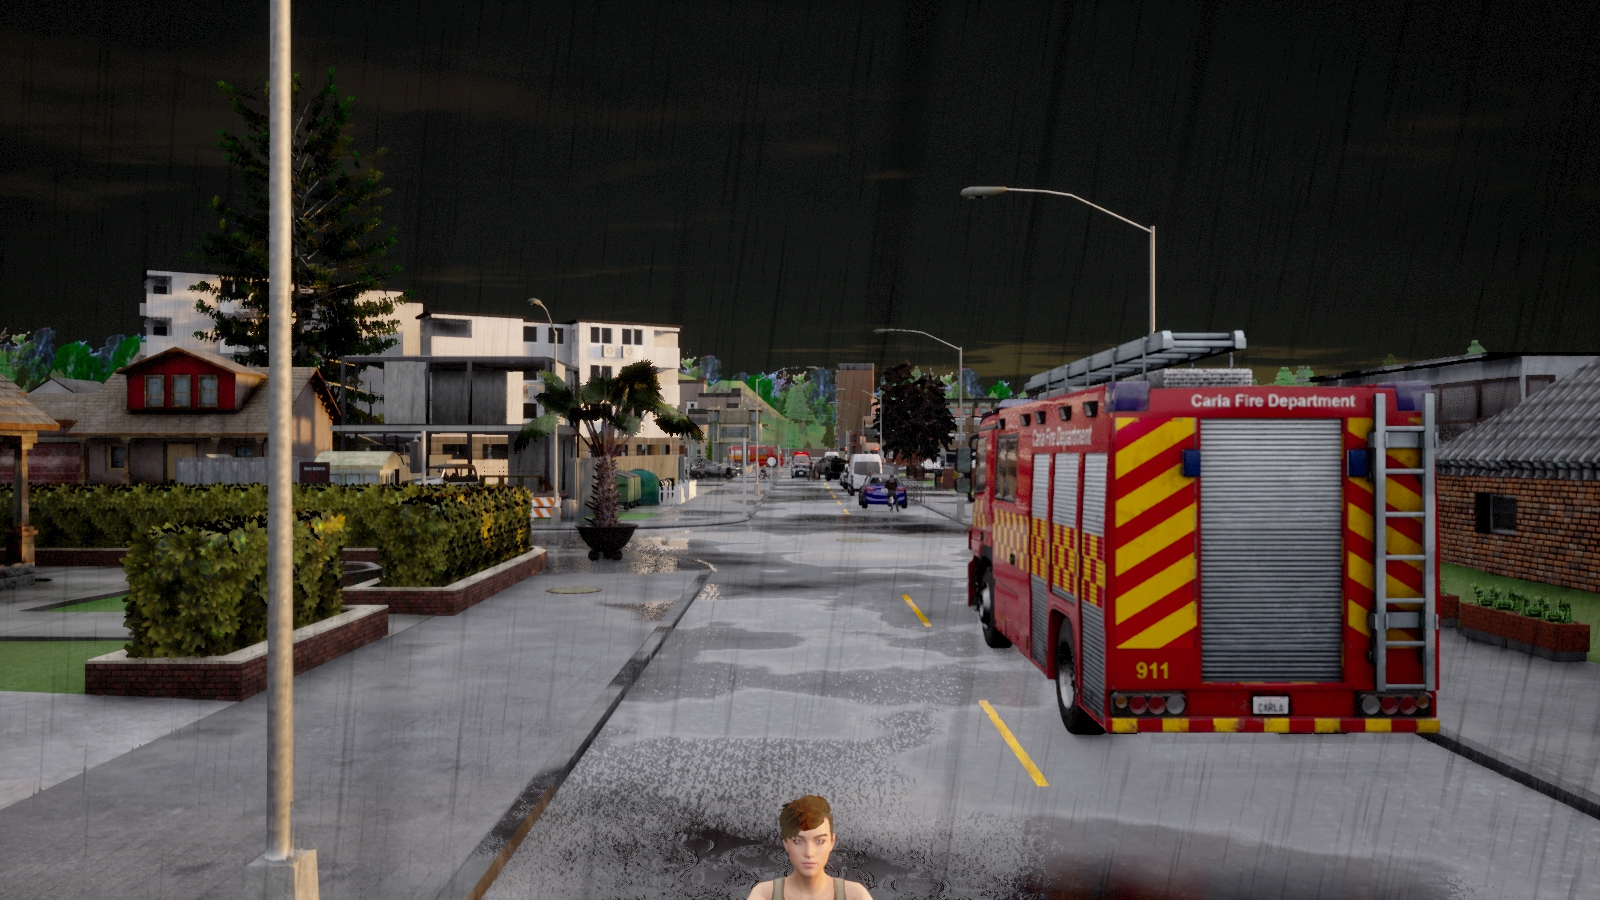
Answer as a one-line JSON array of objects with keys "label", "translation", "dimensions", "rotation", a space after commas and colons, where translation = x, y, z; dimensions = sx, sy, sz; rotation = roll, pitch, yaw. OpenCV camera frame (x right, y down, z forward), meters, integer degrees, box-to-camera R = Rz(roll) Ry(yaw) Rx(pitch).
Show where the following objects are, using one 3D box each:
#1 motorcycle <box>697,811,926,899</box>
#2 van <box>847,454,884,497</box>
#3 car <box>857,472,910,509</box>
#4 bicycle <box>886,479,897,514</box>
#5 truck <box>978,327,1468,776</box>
[{"label": "motorcycle", "translation": [0.039, 2.155, 3.558], "dimensions": [0.764, 1.307, 2.356], "rotation": [0, 0, 0]}, {"label": "van", "translation": [4.045, 1.534, 71.355], "dimensions": [1.988, 2.561, 5.915], "rotation": [0, 0, 0]}, {"label": "car", "translation": [4.046, 1.967, 56.171], "dimensions": [2.242, 1.667, 4.611], "rotation": [0, 0, 0]}, {"label": "bicycle", "translation": [4.077, 2.060, 50.936], "dimensions": [0.329, 1.471, 1.835], "rotation": [0, 0, 0]}, {"label": "truck", "translation": [4.261, 0.888, 13.977], "dimensions": [2.891, 3.827, 8.468], "rotation": [0, 0, 0]}]
